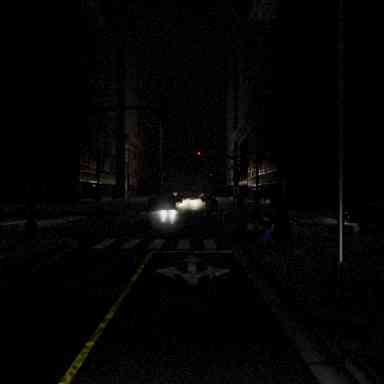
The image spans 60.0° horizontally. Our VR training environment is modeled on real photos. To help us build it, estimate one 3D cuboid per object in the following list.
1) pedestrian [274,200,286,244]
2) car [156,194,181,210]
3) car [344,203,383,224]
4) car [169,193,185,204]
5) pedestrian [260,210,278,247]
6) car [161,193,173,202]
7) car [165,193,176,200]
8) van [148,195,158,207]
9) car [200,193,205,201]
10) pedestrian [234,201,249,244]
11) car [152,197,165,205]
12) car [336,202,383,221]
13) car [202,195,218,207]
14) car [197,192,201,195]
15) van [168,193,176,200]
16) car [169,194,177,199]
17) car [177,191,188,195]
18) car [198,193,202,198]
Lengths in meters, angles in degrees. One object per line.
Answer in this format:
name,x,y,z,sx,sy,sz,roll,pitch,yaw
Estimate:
pedestrian,3.450,1.129,13.204,0.375,1.860,0.375,0,0,0
car,-2.920,1.429,42.624,2.128,1.511,4.902,0,0,1
car,14.611,1.724,26.075,4.674,1.442,1.812,1,0,0
car,-2.756,1.376,61.125,1.882,1.535,5.008,0,0,1
pedestrian,2.919,1.411,12.605,0.375,1.300,0.375,0,0,0
car,-5.485,1.180,72.738,2.192,1.841,5.009,0,0,0
car,-5.411,1.141,84.035,2.192,1.841,5.009,0,0,0
van,-5.635,1.266,50.143,1.690,1.788,3.998,0,0,0
car,3.001,1.464,67.036,1.802,1.307,4.206,0,0,0
pedestrian,2.048,1.218,13.804,0.375,1.860,0.375,0,0,0
car,-5.599,1.494,55.793,1.802,1.307,4.206,0,0,0
car,15.561,1.724,29.327,4.892,1.490,1.837,1,0,0
car,2.889,1.491,50.089,1.947,1.339,4.313,0,0,0
car,3.187,1.365,95.280,1.802,1.307,4.206,0,0,0
van,-5.373,1.146,89.684,1.690,1.788,3.998,0,0,0
car,-5.337,1.328,95.333,1.887,1.381,4.507,0,0,0
car,-2.608,0.822,76.694,2.097,1.767,4.553,0,0,0
car,3.076,1.390,78.334,1.887,1.381,4.507,0,0,0
